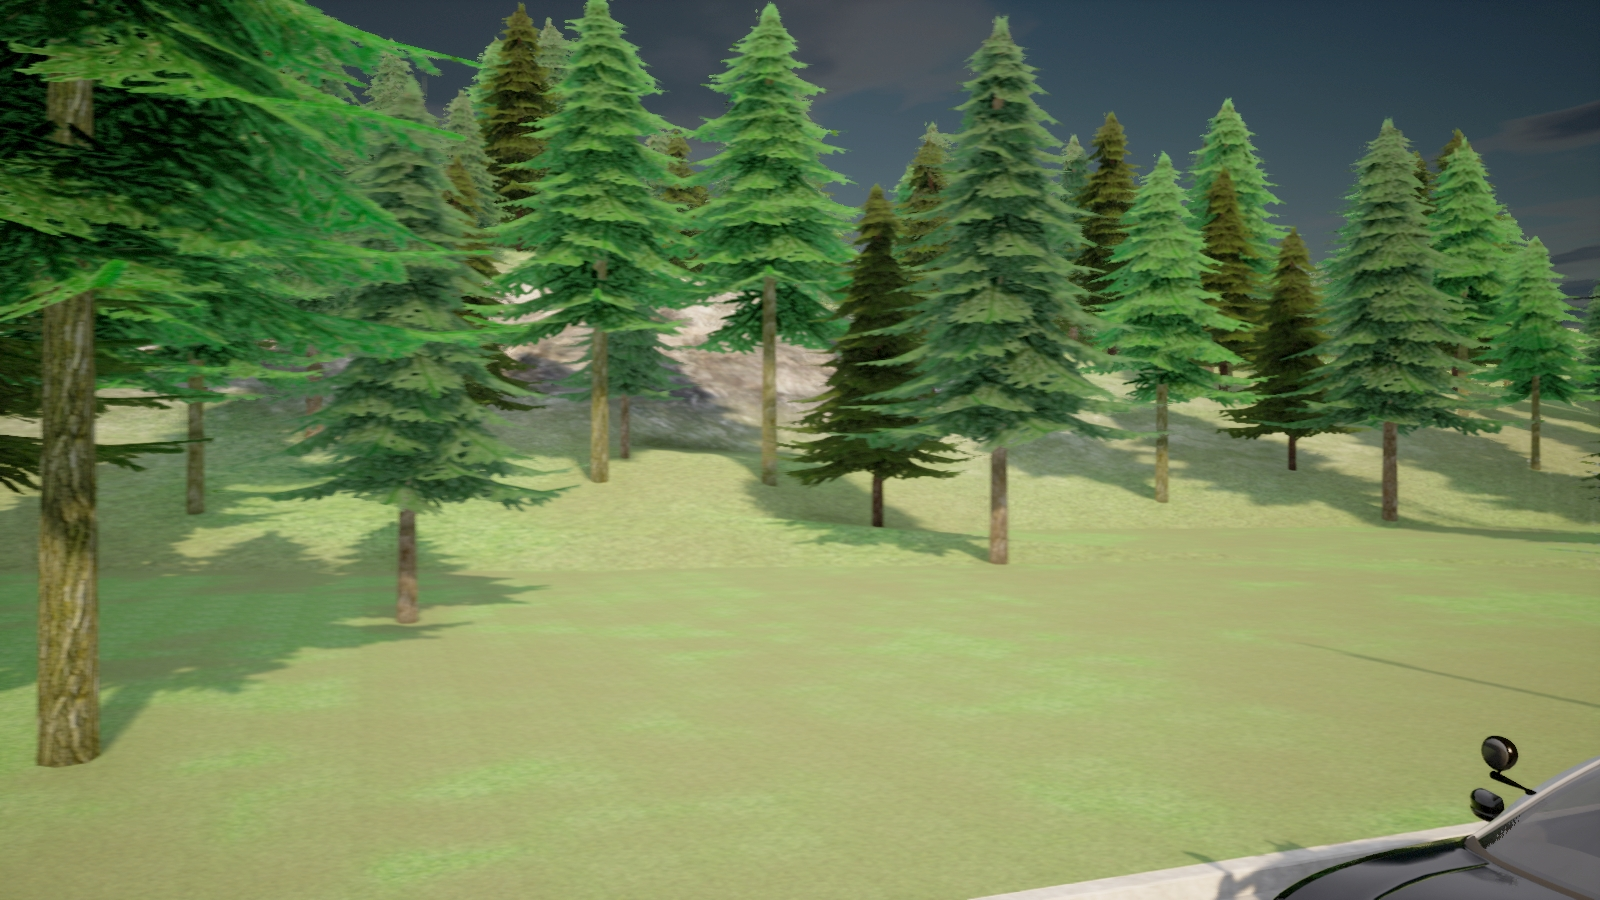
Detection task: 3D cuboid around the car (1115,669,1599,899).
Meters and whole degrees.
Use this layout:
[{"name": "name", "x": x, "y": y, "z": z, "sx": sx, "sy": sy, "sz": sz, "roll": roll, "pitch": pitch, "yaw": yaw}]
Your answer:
[{"name": "car", "x": 4.210, "y": 1.982, "z": 4.944, "sx": 5.238, "sy": 1.638, "sz": 2.097, "roll": 0, "pitch": 0, "yaw": -20}]
